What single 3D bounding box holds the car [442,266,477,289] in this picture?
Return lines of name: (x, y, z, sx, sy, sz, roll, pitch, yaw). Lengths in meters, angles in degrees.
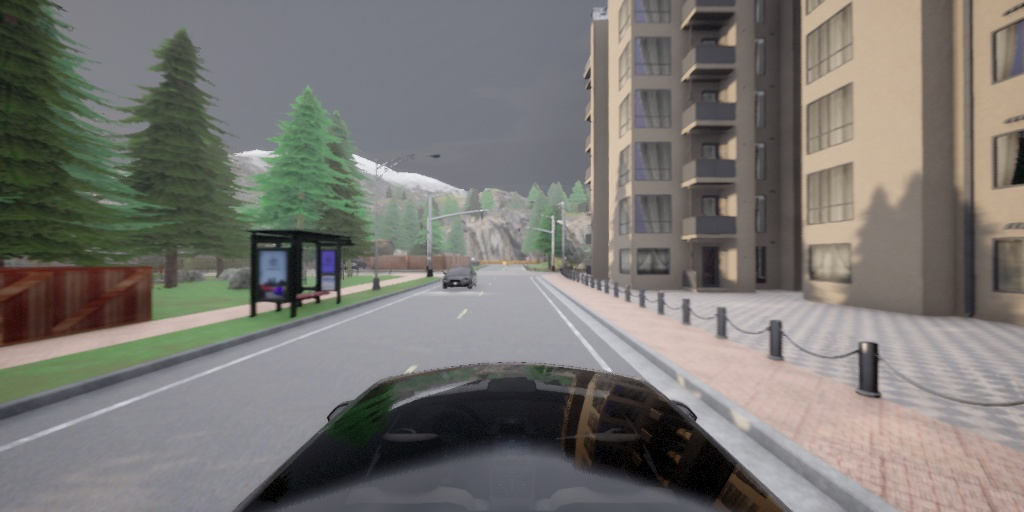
car: (-3.459, 1.443, 24.346, 1.837, 1.490, 4.892, 0, 0, 0)
